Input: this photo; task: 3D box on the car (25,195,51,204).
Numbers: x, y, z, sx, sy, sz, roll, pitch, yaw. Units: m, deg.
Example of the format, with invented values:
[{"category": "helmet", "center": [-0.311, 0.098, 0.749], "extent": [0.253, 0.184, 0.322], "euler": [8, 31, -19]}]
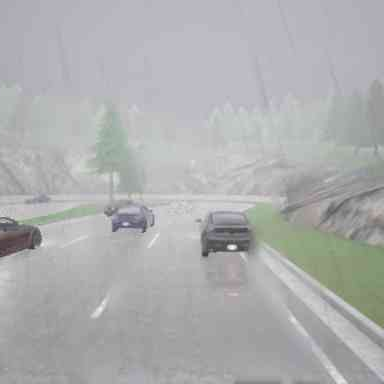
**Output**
[{"category": "car", "center": [-26.007, 1.279, 56.282], "extent": [1.837, 1.490, 4.892], "euler": [0, 0, 17]}]

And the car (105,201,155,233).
[{"category": "car", "center": [-3.318, 1.448, 19.175], "extent": [1.812, 1.442, 4.674], "euler": [0, 0, 1]}]

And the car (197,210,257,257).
[{"category": "car", "center": [1.241, 1.455, 12.691], "extent": [1.837, 1.490, 4.892], "euler": [0, 0, 0]}]

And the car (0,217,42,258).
[{"category": "car", "center": [-6.884, 1.518, 11.361], "extent": [1.994, 1.385, 4.181], "euler": [0, 0, 0]}]

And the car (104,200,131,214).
[{"category": "car", "center": [-6.026, 1.428, 29.684], "extent": [2.033, 1.411, 5.357], "euler": [0, 0, 10]}]
